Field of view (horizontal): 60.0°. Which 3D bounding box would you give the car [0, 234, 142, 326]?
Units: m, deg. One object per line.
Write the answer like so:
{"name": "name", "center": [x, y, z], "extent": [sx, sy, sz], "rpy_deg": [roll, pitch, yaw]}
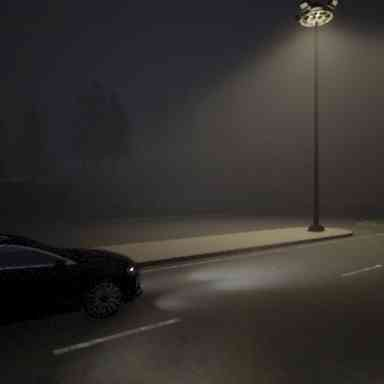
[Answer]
{"name": "car", "center": [-3.268, 1.489, 5.712], "extent": [4.902, 1.511, 2.128], "rpy_deg": [0, 0, -36]}
